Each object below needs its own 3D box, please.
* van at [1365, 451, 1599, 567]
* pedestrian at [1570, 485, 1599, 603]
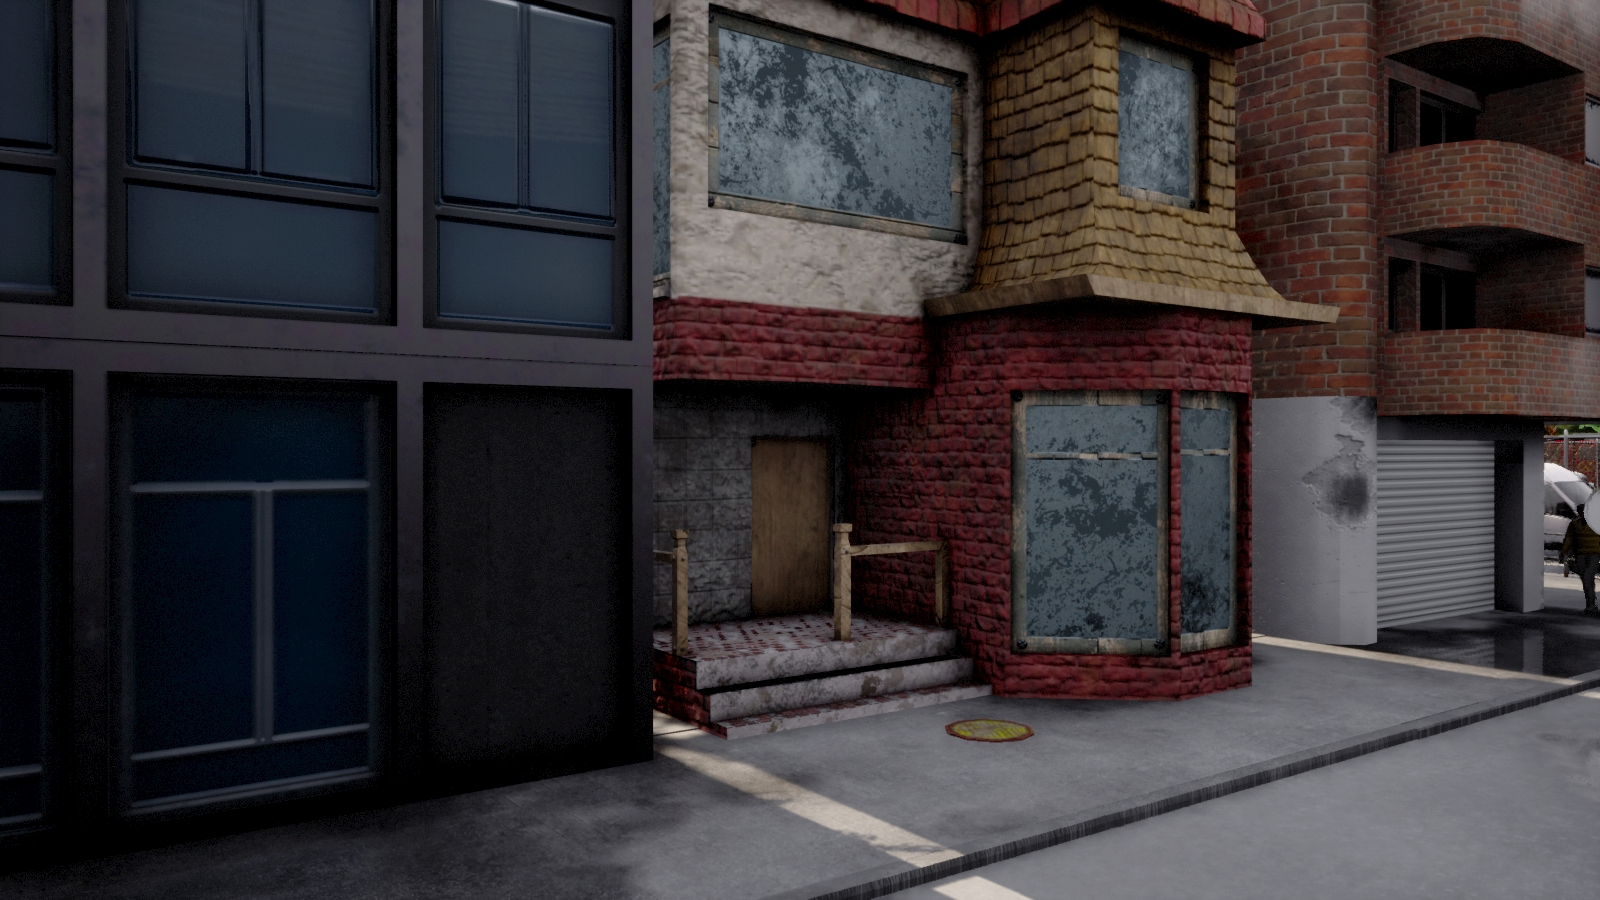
[{"bbox_3d":[17.042,1.303,27.501,1.988,2.561,5.915,0,0,-35],"label":"van"},{"bbox_3d":[12.712,1.507,18.429,0.375,1.860,0.375,0,0,-36],"label":"pedestrian"}]
